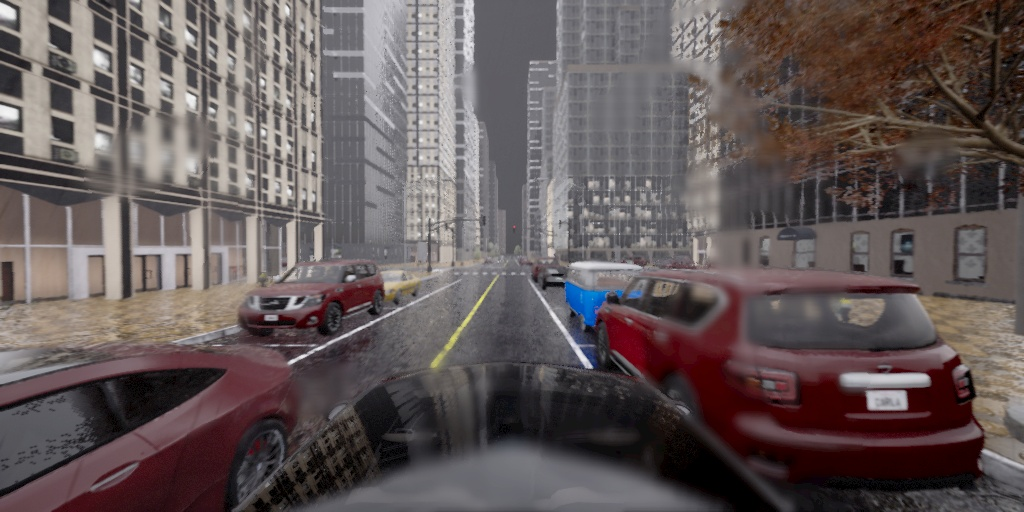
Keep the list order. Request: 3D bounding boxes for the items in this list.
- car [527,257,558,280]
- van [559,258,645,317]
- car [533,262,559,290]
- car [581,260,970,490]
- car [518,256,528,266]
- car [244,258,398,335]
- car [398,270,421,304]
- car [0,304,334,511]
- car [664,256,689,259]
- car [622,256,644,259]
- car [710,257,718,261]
[{"bbox_3d":[2.564,0.985,27.424,2.192,1.841,5.009,0,0,0],"label":"car"},{"bbox_3d":[2.565,1.064,10.478,1.690,1.789,3.998,0,0,0],"label":"van"},{"bbox_3d":[2.564,1.254,21.776,1.948,1.339,4.313,0,0,0],"label":"car"},{"bbox_3d":[2.565,1.055,4.829,2.192,1.841,5.009,0,0,0],"label":"car"},{"bbox_3d":[2.530,1.131,65.357,1.802,1.307,4.207,0,0,0],"label":"car"},{"bbox_3d":[-5.316,1.038,10.446,2.192,1.841,5.009,0,0,0],"label":"car"},{"bbox_3d":[-5.316,1.231,15.924,1.751,1.417,4.829,0,0,0],"label":"car"},{"bbox_3d":[-2.851,1.276,1.523,1.812,1.442,4.674,0,0,0],"label":"car"},{"bbox_3d":[20.874,1.141,45.776,4.902,1.511,2.128,0,1,0],"label":"car"},{"bbox_3d":[16.560,0.876,51.224,5.009,1.841,2.192,0,0,0],"label":"car"},{"bbox_3d":[26.218,1.033,43.108,5.009,1.841,2.192,0,0,0],"label":"car"}]
